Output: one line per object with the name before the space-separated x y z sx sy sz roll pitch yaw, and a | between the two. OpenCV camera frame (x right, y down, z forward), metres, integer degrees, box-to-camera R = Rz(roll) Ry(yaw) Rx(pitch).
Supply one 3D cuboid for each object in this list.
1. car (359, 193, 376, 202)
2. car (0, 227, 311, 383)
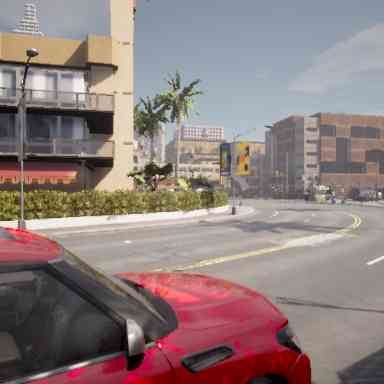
car | 36.605 1.215 70.992 2.185 1.767 4.553 0 0 -14
car | -1.618 1.228 2.125 5.566 2.045 2.150 0 0 -36
